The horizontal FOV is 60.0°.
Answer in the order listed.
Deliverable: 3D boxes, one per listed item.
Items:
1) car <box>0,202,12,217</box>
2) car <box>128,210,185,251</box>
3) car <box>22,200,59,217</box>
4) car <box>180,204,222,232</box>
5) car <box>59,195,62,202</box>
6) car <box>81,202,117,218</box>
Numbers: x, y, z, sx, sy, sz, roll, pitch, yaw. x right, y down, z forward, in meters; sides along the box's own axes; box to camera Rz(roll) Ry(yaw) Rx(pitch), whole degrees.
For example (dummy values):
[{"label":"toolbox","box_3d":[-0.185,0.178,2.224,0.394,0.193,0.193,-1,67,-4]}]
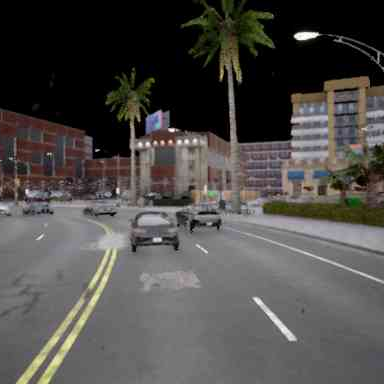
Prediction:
[{"label":"car","box_3d":[-18.781,1.643,31.817,4.674,1.442,1.812,-1,0,45]},{"label":"car","box_3d":[-1.677,1.544,14.119,1.812,1.442,4.674,0,0,-11]},{"label":"car","box_3d":[-15.375,1.665,33.238,1.994,1.385,4.181,0,0,-43]},{"label":"car","box_3d":[0.237,1.505,20.191,2.128,1.511,4.902,0,0,-17]},{"label":"car","box_3d":[-30.312,1.614,78.936,4.193,1.474,1.816,0,0,20]},{"label":"car","box_3d":[-8.741,1.613,31.043,2.033,1.411,5.357,0,0,-35]}]
